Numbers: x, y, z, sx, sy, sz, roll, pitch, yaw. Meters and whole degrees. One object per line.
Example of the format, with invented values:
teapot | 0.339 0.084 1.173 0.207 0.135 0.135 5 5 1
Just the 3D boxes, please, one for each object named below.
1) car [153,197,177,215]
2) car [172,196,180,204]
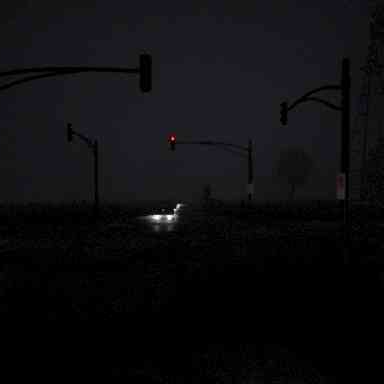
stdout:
car | -2.820 1.541 33.439 1.994 1.385 4.181 0 0 -3
car | -3.059 1.497 47.031 1.812 1.442 4.674 0 0 0
